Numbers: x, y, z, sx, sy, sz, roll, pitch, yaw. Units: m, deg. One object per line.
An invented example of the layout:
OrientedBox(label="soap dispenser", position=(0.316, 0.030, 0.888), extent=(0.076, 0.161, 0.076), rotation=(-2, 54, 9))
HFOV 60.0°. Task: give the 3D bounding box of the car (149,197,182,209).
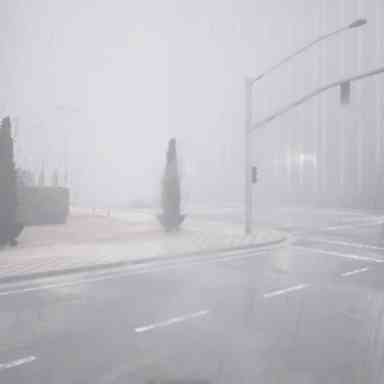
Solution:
OrientedBox(label="car", position=(-3.700, 1.496, 45.173), extent=(2.033, 1.411, 5.357), rotation=(0, 0, -36))

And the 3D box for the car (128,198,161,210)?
OrientedBox(label="car", position=(-6.515, 1.504, 43.092), extent=(2.033, 1.411, 5.357), rotation=(0, 0, -36))
